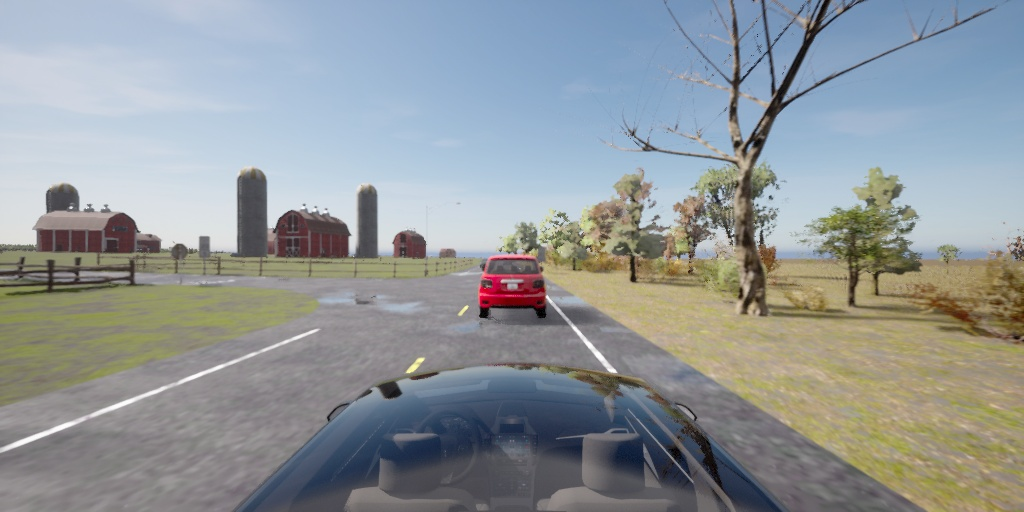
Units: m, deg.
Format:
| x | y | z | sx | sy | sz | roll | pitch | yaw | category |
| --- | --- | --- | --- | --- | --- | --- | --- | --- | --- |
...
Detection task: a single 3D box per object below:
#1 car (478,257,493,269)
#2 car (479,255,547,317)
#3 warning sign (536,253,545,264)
| x | y | z | sx | sy | sz | roll | pitch | yaw | category |
| --- | --- | --- | --- | --- | --- | --- | --- | --- | --- |
| -4.110 | 1.129 | 57.114 | 2.097 | 1.767 | 4.553 | 0 | 0 | -1 | car |
| 0.028 | 0.977 | 13.277 | 2.150 | 2.045 | 5.566 | 0 | 0 | 0 | car |
| 3.205 | 0.883 | 45.548 | 1.300 | 1.860 | 1.060 | 0 | 0 | -1 | warning sign |
